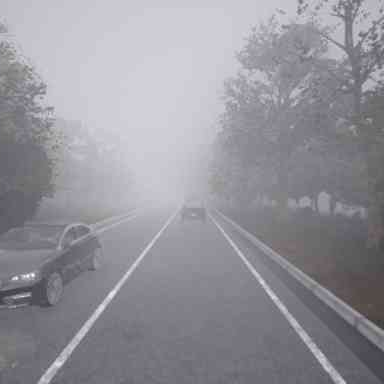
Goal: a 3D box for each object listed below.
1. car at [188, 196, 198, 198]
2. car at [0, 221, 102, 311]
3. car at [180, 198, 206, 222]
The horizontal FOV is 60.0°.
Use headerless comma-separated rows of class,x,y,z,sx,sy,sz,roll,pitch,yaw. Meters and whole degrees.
car,0.098,1.303,43.125,2.097,1.767,4.553,0,0,0
car,-3.564,1.488,7.976,2.128,1.511,4.902,0,0,0
car,0.099,1.463,26.124,1.882,1.535,5.008,0,0,0
